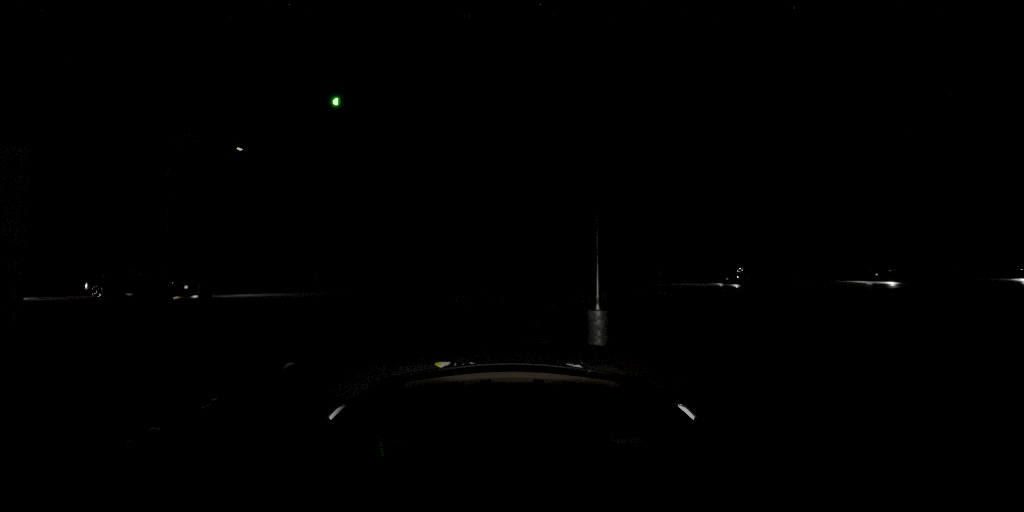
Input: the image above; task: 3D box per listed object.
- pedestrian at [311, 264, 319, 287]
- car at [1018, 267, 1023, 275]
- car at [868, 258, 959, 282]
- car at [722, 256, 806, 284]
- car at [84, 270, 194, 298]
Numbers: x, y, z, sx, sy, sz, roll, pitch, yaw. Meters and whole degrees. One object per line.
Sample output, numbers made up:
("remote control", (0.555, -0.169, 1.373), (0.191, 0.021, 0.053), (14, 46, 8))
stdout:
("pedestrian", (-15.063, 1.466, 27.382), (0.375, 1.860, 0.375), (0, -1, 0))
("car", (36.723, 0.752, 23.354), (5.357, 1.411, 2.033), (-1, -2, 0))
("car", (26.128, 0.891, 23.388), (4.674, 1.442, 1.812), (-1, -2, 1))
("car", (16.279, 0.875, 23.414), (4.553, 1.767, 2.097), (-1, -2, 0))
("car", (-20.429, 1.484, 19.791), (4.902, 1.511, 2.128), (-1, -2, 0))
